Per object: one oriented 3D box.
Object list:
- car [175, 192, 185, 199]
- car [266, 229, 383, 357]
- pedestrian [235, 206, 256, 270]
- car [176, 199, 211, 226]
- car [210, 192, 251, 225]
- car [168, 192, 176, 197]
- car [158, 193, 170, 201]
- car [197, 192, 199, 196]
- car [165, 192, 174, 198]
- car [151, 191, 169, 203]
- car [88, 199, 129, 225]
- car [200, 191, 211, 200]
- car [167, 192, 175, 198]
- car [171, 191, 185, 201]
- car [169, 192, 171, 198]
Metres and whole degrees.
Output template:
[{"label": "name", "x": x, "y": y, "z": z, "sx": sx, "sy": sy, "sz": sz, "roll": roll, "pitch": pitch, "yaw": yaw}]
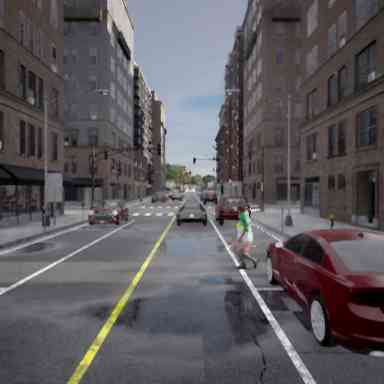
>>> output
[{"label": "car", "x": -2.790, "y": 0.849, "z": 77.391, "sx": 2.128, "sy": 1.511, "sz": 4.902, "roll": 0, "pitch": 1, "yaw": 0}, {"label": "car", "x": 2.747, "y": 1.423, "z": 6.241, "sx": 1.882, "sy": 1.535, "sz": 5.008, "roll": 0, "pitch": 0, "yaw": 0}, {"label": "pedestrian", "x": 1.473, "y": 1.213, "z": 9.242, "sx": 0.375, "sy": 1.860, "sz": 0.375, "roll": 0, "pitch": 1, "yaw": 0}, {"label": "car", "x": 0.012, "y": 1.372, "z": 21.956, "sx": 1.994, "sy": 1.385, "sz": 4.181, "roll": 0, "pitch": 0, "yaw": 1}, {"label": "car", "x": 2.626, "y": 1.124, "z": 21.929, "sx": 2.192, "sy": 1.841, "sz": 5.009, "roll": 0, "pitch": 0, "yaw": 0}, {"label": "car", "x": -5.450, "y": 0.737, "z": 93.008, "sx": 2.008, "sy": 1.369, "sz": 4.403, "roll": 0, "pitch": 1, "yaw": 0}, {"label": "car", "x": -5.448, "y": 0.979, "z": 65.491, "sx": 2.008, "sy": 1.369, "sz": 4.403, "roll": 0, "pitch": 1, "yaw": 0}, {"label": "car", "x": 2.654, "y": 0.743, "z": 65.494, "sx": 2.192, "sy": 1.841, "sz": 5.009, "roll": 0, "pitch": 1, "yaw": 0}, {"label": "car", "x": -5.449, "y": 0.828, "z": 82.002, "sx": 1.887, "sy": 1.381, "sz": 4.507, "roll": 0, "pitch": 1, "yaw": 0}, {"label": "car", "x": -5.447, "y": 0.840, "z": 54.482, "sx": 2.192, "sy": 1.841, "sz": 5.009, "roll": 0, "pitch": 1, "yaw": 0}, {"label": "car", "x": -5.399, "y": 1.249, "z": 21.925, "sx": 1.967, "sy": 1.590, "sz": 4.097, "roll": 0, "pitch": 0, "yaw": 0}, {"label": "car", "x": 2.675, "y": 0.888, "z": 48.984, "sx": 2.192, "sy": 1.841, "sz": 5.009, "roll": 0, "pitch": 1, "yaw": 0}, {"label": "car", "x": -5.450, "y": 0.780, "z": 87.505, "sx": 1.887, "sy": 1.381, "sz": 4.507, "roll": 0, "pitch": 1, "yaw": 0}, {"label": "car", "x": -2.826, "y": 0.937, "z": 61.922, "sx": 1.882, "sy": 1.535, "sz": 5.008, "roll": 0, "pitch": 1, "yaw": 1}, {"label": "car", "x": -5.447, "y": 1.042, "z": 59.987, "sx": 1.947, "sy": 1.339, "sz": 4.313, "roll": 0, "pitch": 1, "yaw": 0}]
